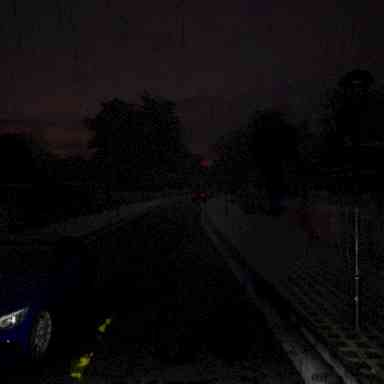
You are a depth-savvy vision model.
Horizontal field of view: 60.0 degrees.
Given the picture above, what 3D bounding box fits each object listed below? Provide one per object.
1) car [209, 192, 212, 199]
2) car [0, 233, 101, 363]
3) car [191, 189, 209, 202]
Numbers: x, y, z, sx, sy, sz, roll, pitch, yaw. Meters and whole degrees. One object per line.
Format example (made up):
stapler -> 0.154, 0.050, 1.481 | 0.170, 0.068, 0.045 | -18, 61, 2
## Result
car -> 2.693, 0.451, 65.930 | 2.097, 1.767, 4.553 | 0, 1, 10
car -> -2.972, 1.542, 6.073 | 1.812, 1.442, 4.674 | 0, 0, -2
car -> 1.205, 0.565, 55.338 | 2.150, 2.045, 5.566 | 0, 1, 7
